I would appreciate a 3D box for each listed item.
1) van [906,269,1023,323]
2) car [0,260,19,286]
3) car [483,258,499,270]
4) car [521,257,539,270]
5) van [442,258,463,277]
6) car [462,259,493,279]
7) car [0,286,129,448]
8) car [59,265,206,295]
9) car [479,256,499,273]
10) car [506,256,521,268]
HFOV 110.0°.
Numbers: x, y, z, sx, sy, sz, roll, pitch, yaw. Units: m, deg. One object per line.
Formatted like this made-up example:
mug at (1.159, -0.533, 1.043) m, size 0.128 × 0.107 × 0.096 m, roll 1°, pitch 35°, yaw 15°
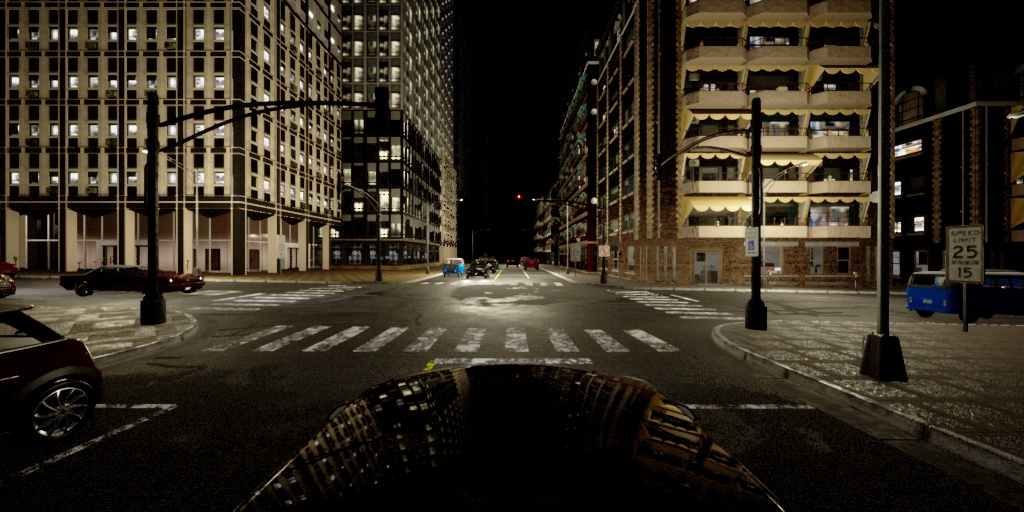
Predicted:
van at (16.926, 1.453, 13.013) m, size 3.998 × 1.789 × 1.690 m, roll 0°, pitch 0°, yaw 0°
car at (-21.133, 0.818, 13.109) m, size 4.097 × 1.591 × 1.967 m, roll 0°, pitch 0°, yaw 0°
car at (-3.031, 1.118, 53.194) m, size 2.097 × 1.767 × 4.553 m, roll 0°, pitch 0°, yaw 0°
car at (2.749, 1.080, 51.441) m, size 2.192 × 1.841 × 5.009 m, roll 0°, pitch 0°, yaw 0°
van at (-5.650, 1.097, 34.797) m, size 1.690 × 1.789 × 3.998 m, roll 0°, pitch 0°, yaw 0°
car at (-3.058, 1.260, 32.756) m, size 1.837 × 1.490 × 4.892 m, roll 0°, pitch 0°, yaw 0°
car at (-5.689, 1.190, 2.323) m, size 1.967 × 1.591 × 4.097 m, roll 0°, pitch 0°, yaw 0°
car at (-16.395, 1.066, 15.703) m, size 4.718 × 1.301 × 1.895 m, roll 1°, pitch 0°, yaw 0°
car at (-3.044, 0.982, 42.878) m, size 2.150 × 2.045 × 5.566 m, roll 0°, pitch 0°, yaw 1°
car at (0.077, 0.994, 63.900) m, size 2.150 × 2.045 × 5.566 m, roll 0°, pitch 0°, yaw 0°
